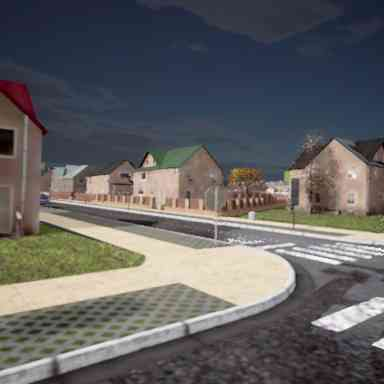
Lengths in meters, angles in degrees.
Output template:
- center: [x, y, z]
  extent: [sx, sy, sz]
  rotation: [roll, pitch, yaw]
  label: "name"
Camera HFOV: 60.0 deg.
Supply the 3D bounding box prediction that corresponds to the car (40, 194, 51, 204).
- center: [-20.607, 0.951, 45.190]
  extent: [1.812, 1.442, 4.674]
  rotation: [2, -1, -37]
  label: "car"
